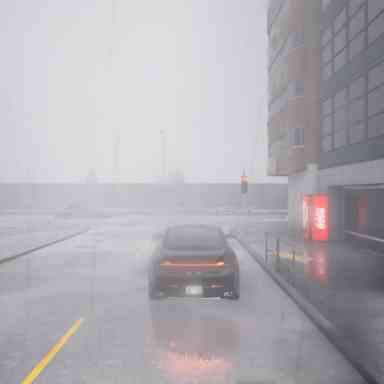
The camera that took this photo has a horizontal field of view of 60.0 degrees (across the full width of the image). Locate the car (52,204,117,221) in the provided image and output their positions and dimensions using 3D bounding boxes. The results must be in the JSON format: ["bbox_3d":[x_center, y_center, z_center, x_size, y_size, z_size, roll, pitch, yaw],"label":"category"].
[{"bbox_3d":[-8.535,1.601,26.764,4.718,1.301,1.895,0,0,0],"label":"car"}]

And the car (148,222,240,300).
[{"bbox_3d":[0.055,1.505,8.361,1.837,1.490,4.892,0,0,1],"label":"car"}]
